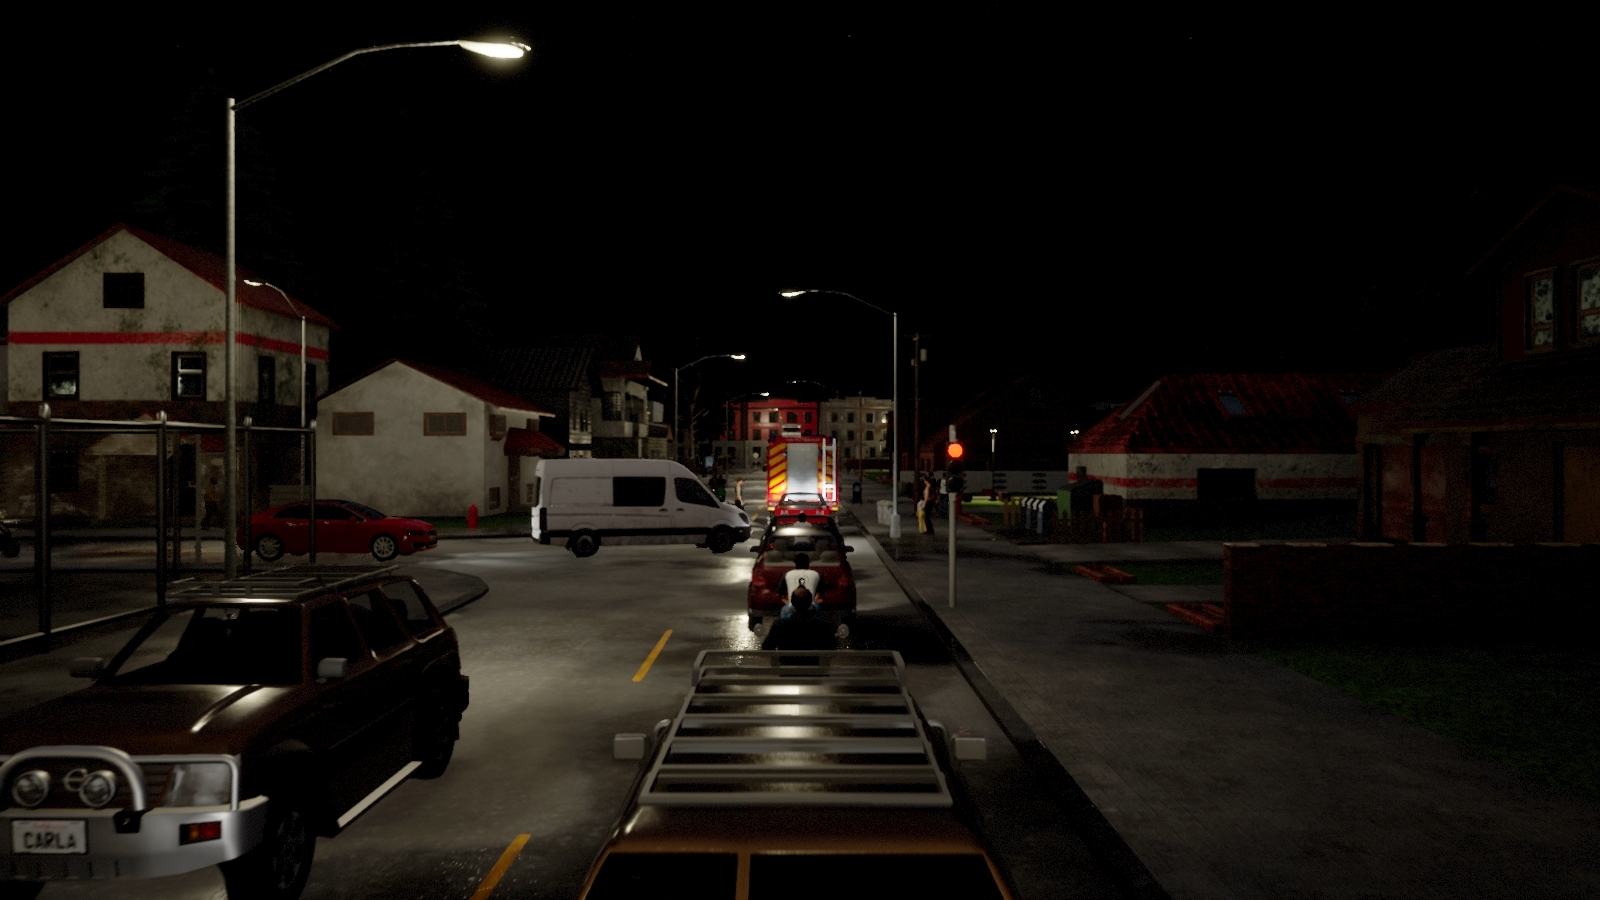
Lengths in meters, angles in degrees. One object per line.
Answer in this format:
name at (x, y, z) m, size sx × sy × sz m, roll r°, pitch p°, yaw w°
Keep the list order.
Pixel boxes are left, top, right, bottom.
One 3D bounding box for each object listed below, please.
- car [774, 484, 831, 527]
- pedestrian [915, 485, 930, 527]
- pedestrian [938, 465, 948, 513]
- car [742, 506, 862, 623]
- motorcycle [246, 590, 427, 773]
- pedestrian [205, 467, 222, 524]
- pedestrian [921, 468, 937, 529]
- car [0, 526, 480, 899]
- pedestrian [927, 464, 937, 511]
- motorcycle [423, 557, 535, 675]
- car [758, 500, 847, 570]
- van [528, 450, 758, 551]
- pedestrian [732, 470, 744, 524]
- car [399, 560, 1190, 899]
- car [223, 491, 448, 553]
car at (0.079, 1.916, 40.372) m, size 1.895 × 1.301 × 4.718 m, roll 0°, pitch 0°, yaw 0°
pedestrian at (3.918, 1.788, 36.435) m, size 0.375 × 1.300 × 0.375 m, roll 0°, pitch 0°, yaw -14°
pedestrian at (5.579, 1.504, 44.536) m, size 0.375 × 1.860 × 0.375 m, roll 0°, pitch 0°, yaw 1°
car at (0.031, 1.797, 18.882) m, size 1.789 × 1.549 × 3.705 m, roll 0°, pitch 0°, yaw 0°
motorcycle at (-3.992, 1.957, 10.013) m, size 0.856 × 1.236 × 1.805 m, roll 0°, pitch 0°, yaw 0°
pedestrian at (-19.284, 1.507, 37.590) m, size 0.375 × 1.860 × 0.375 m, roll 0°, pitch 0°, yaw -2°
pedestrian at (4.034, 1.509, 35.681) m, size 0.375 × 1.860 × 0.375 m, roll 0°, pitch 0°, yaw 37°
car at (-3.981, 1.639, 8.408) m, size 1.932 × 1.855 × 4.605 m, roll 0°, pitch 0°, yaw 0°
pedestrian at (5.308, 1.502, 45.964) m, size 0.375 × 1.860 × 0.375 m, roll 0°, pitch 0°, yaw 0°
motorcycle at (-3.891, 1.986, 14.025) m, size 0.803 × 1.145 × 2.033 m, roll 0°, pitch 0°, yaw 0°
car at (0.048, 1.915, 26.722) m, size 1.895 × 1.301 × 4.718 m, roll 0°, pitch 0°, yaw 0°
van at (-4.261, 1.300, 31.095) m, size 5.915 × 2.561 × 1.988 m, roll 0°, pitch 0°, yaw -19°
pedestrian at (-2.146, 1.610, 39.560) m, size 0.375 × 1.860 × 0.375 m, roll 0°, pitch 0°, yaw -7°
car at (-0.005, 1.641, 5.093) m, size 1.932 × 1.855 × 4.605 m, roll 0°, pitch 0°, yaw 0°
car at (-11.878, 1.827, 29.486) m, size 4.892 × 1.480 × 2.231 m, roll 0°, pitch 0°, yaw 0°
